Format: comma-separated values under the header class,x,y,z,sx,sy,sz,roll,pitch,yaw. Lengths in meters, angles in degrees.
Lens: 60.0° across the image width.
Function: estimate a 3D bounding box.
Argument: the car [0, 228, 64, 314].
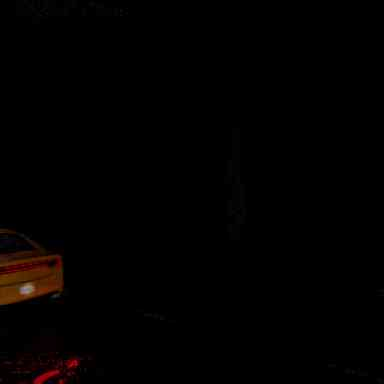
class,x,y,z,sx,sy,sz,roll,pitch,yaw
car,-4.816,1.488,7.120,5.008,1.535,1.882,1,0,36
